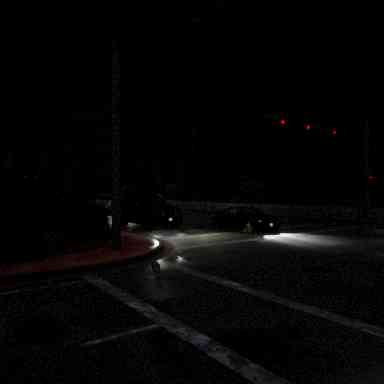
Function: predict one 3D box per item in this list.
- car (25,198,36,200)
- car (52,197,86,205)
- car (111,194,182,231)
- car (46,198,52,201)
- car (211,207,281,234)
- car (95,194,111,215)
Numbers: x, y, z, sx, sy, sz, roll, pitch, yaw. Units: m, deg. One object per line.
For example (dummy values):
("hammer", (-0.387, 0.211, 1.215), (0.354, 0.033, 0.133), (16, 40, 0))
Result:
("car", (-24.005, 1.606, 49.504), (1.895, 1.301, 4.718), (0, 0, -37))
("car", (-12.103, 1.349, 33.524), (2.097, 1.767, 4.553), (0, 0, -37))
("car", (-2.884, 1.220, 21.261), (2.150, 2.045, 5.566), (0, 0, -37))
("car", (-21.187, 1.544, 51.578), (2.033, 1.411, 5.357), (0, 0, -37))
("car", (3.016, 1.561, 19.227), (1.994, 1.385, 4.181), (0, 0, -37))
("car", (-8.085, 1.218, 33.998), (2.150, 2.045, 5.566), (0, 0, -37))
